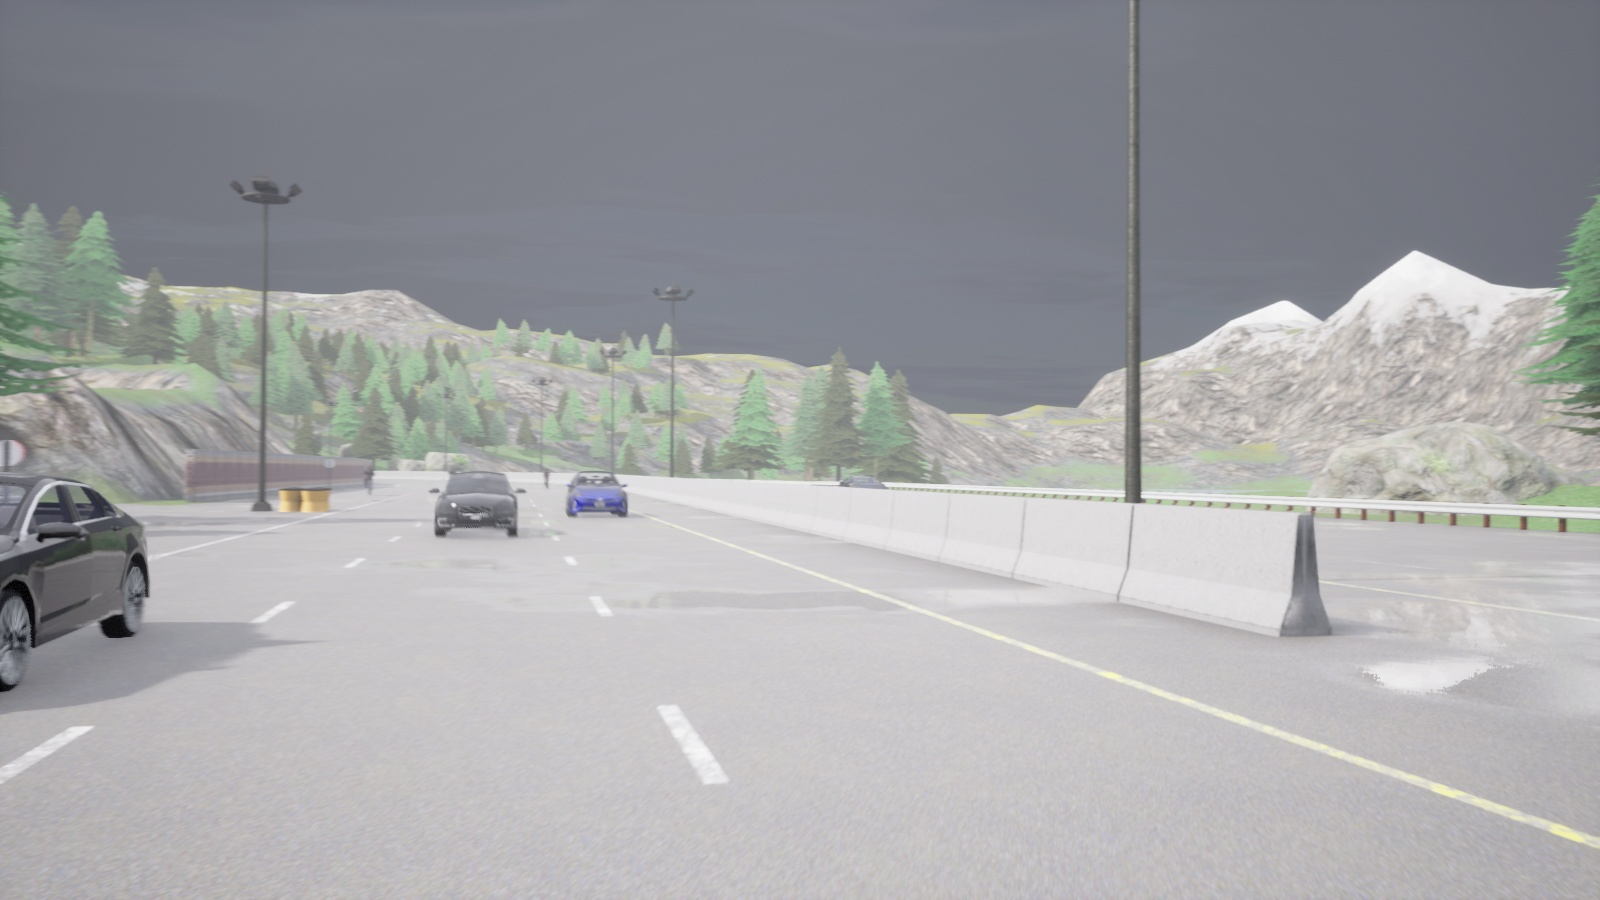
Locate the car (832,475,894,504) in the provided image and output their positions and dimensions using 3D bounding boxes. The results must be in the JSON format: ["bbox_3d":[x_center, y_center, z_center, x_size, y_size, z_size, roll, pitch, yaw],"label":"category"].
[{"bbox_3d":[3.046,1.910,61.889,1.994,1.385,4.181,0,-1,-13],"label":"car"}]

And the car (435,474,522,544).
[{"bbox_3d":[-7.570,1.330,29.843,1.837,1.490,4.892,0,-1,-13],"label":"car"}]

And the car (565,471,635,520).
[{"bbox_3d":[-6.724,1.472,41.831,2.007,1.525,4.514,0,-1,-13],"label":"car"}]

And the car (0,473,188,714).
[{"bbox_3d":[-6.591,0.945,9.880,2.128,1.511,4.902,0,-1,-13],"label":"car"}]
